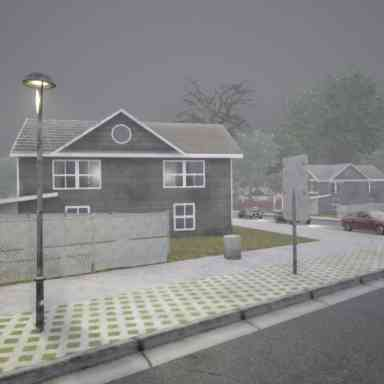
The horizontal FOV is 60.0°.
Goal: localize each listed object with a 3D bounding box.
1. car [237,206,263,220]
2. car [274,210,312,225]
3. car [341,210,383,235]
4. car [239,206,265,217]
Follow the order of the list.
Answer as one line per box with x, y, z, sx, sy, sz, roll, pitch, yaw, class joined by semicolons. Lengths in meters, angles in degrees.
7.099;2.655;41.131;1.994;1.385;4.181;-1;-2;-13;car
9.422;2.324;31.411;1.994;1.385;4.181;-1;-2;-13;car
11.791;1.937;21.768;1.812;1.442;4.674;-1;-2;-14;car
8.539;2.750;47.681;1.812;1.442;4.674;-1;-1;-14;car
